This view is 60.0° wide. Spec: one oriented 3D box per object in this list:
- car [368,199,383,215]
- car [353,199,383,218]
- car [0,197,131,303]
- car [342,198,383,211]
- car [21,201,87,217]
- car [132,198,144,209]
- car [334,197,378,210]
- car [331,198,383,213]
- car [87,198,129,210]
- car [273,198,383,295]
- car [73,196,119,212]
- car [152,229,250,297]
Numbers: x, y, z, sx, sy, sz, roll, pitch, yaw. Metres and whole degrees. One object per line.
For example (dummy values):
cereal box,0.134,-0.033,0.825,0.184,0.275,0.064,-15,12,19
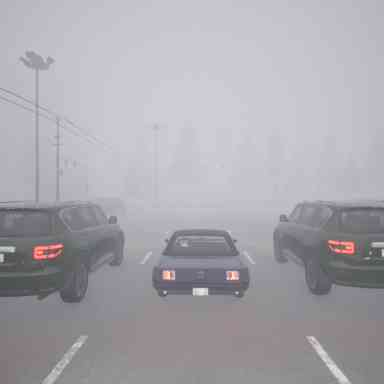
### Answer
car,20.782,1.495,33.563,4.902,1.511,2.128,0,0,2
car,17.520,1.479,30.150,5.008,1.535,1.882,0,0,2
car,-3.284,1.222,8.367,2.150,2.045,5.566,0,0,1
car,21.204,1.495,40.554,4.902,1.511,2.128,0,0,2
car,-12.754,1.549,30.969,5.357,1.411,2.033,0,0,2
car,-8.804,1.528,44.867,4.674,1.442,1.812,0,0,2
car,21.693,1.509,44.042,4.892,1.490,1.837,1,0,2
car,18.313,1.509,37.129,4.892,1.490,1.837,1,0,2
car,-10.402,1.528,41.408,4.674,1.442,1.812,0,0,2
car,3.730,1.222,8.836,2.150,2.045,5.566,0,0,1
car,-10.879,1.354,37.921,4.553,1.767,2.097,0,0,2
car,0.223,1.601,8.525,1.895,1.301,4.718,0,0,1
